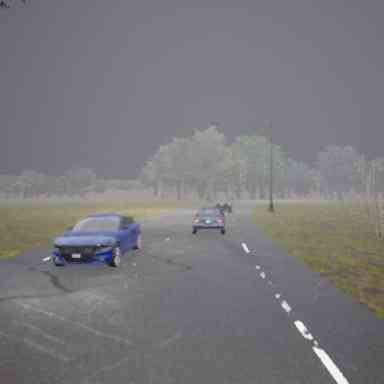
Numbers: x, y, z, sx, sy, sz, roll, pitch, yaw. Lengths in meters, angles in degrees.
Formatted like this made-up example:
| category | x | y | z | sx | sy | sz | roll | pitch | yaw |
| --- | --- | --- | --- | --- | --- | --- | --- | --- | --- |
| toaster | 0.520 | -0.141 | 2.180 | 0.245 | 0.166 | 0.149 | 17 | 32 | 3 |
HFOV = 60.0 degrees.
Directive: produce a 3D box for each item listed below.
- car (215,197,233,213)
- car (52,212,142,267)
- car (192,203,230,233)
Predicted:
| category | x | y | z | sx | sy | sz | roll | pitch | yaw |
| --- | --- | --- | --- | --- | --- | --- | --- | --- | --- |
| car | 3.781 | 1.470 | 39.763 | 2.097 | 1.767 | 4.553 | 0 | 0 | 10 |
| car | -3.079 | 1.512 | 11.733 | 1.882 | 1.535 | 5.008 | 0 | 0 | 3 |
| car | 1.069 | 1.595 | 19.891 | 2.033 | 1.411 | 5.357 | 0 | 0 | 5 |
